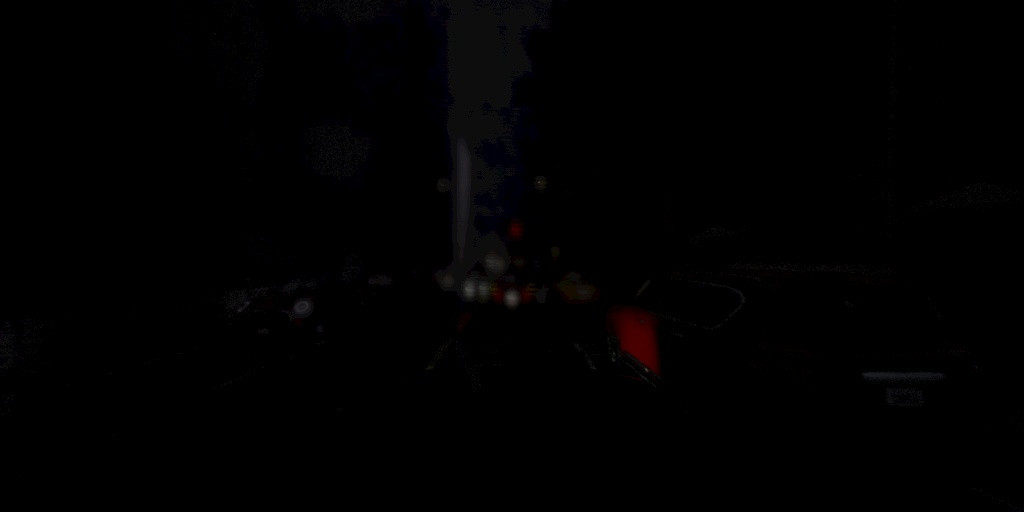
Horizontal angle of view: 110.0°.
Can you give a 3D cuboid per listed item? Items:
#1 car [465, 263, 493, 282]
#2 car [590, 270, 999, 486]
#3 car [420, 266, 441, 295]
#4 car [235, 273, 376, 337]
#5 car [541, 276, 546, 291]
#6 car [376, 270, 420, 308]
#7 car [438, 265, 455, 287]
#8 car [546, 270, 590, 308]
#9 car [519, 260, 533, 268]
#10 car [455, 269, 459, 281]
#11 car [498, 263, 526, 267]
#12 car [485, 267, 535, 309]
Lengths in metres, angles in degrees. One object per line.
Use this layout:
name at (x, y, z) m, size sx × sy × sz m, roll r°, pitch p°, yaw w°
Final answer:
car at (-3.034, 1.615, 32.310) m, size 1.994 × 1.385 × 4.181 m, roll 0°, pitch -1°, yaw 0°
car at (2.762, 1.096, 4.895) m, size 2.192 × 1.841 × 5.009 m, roll 0°, pitch 0°, yaw 0°
car at (-5.768, 1.486, 21.259) m, size 1.888 × 1.381 × 4.507 m, roll 0°, pitch 0°, yaw 0°
car at (-5.765, 1.274, 10.346) m, size 1.967 × 1.591 × 4.097 m, roll 0°, pitch 0°, yaw 0°
car at (2.757, 1.507, 21.264) m, size 1.948 × 1.339 × 4.313 m, roll 0°, pitch 0°, yaw 0°
car at (-5.766, 1.438, 15.803) m, size 2.007 × 1.370 × 4.403 m, roll 0°, pitch 0°, yaw 0°
car at (-5.770, 1.435, 26.716) m, size 1.967 × 1.591 × 4.097 m, roll 0°, pitch 0°, yaw 0°
car at (2.759, 1.413, 15.978) m, size 1.751 × 1.417 × 4.829 m, roll 0°, pitch 0°, yaw 0°
car at (2.745, 1.810, 64.144) m, size 1.967 × 1.591 × 4.097 m, roll 0°, pitch 0°, yaw 0°
car at (-5.771, 1.574, 32.003) m, size 1.751 × 1.417 × 4.829 m, roll 0°, pitch 0°, yaw 0°
car at (0.010, 1.531, 29.972) m, size 1.837 × 1.490 × 4.892 m, roll 0°, pitch -1°, yaw 0°
car at (0.023, 1.413, 15.765) m, size 1.812 × 1.442 × 4.674 m, roll 0°, pitch 0°, yaw 1°
